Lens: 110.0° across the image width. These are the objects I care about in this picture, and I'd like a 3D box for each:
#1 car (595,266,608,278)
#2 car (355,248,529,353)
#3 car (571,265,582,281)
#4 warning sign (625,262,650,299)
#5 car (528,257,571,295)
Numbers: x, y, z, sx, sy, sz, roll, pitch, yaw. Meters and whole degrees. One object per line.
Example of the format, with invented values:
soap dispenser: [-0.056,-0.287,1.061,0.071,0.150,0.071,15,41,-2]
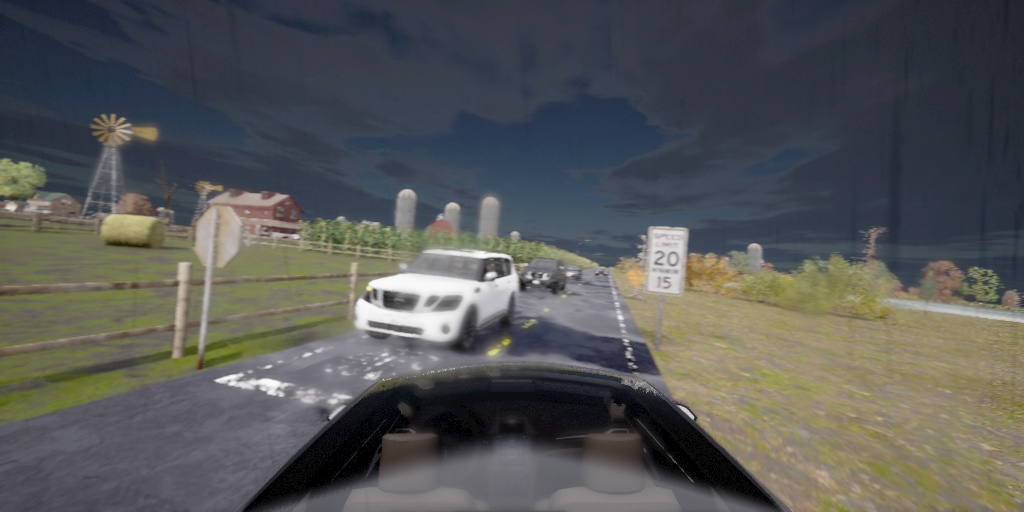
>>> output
car: [13.385,2.471,53.606,1.895,1.301,4.718,5,0,15]
car: [-1.364,0.843,9.047,2.150,2.045,5.566,5,0,15]
car: [6.561,1.768,38.980,2.128,1.511,4.902,5,0,15]
warning sign: [7.112,1.454,20.755,1.300,1.860,1.060,0,0,15]
car: [2.044,1.119,21.985,2.150,2.045,5.566,5,0,15]
